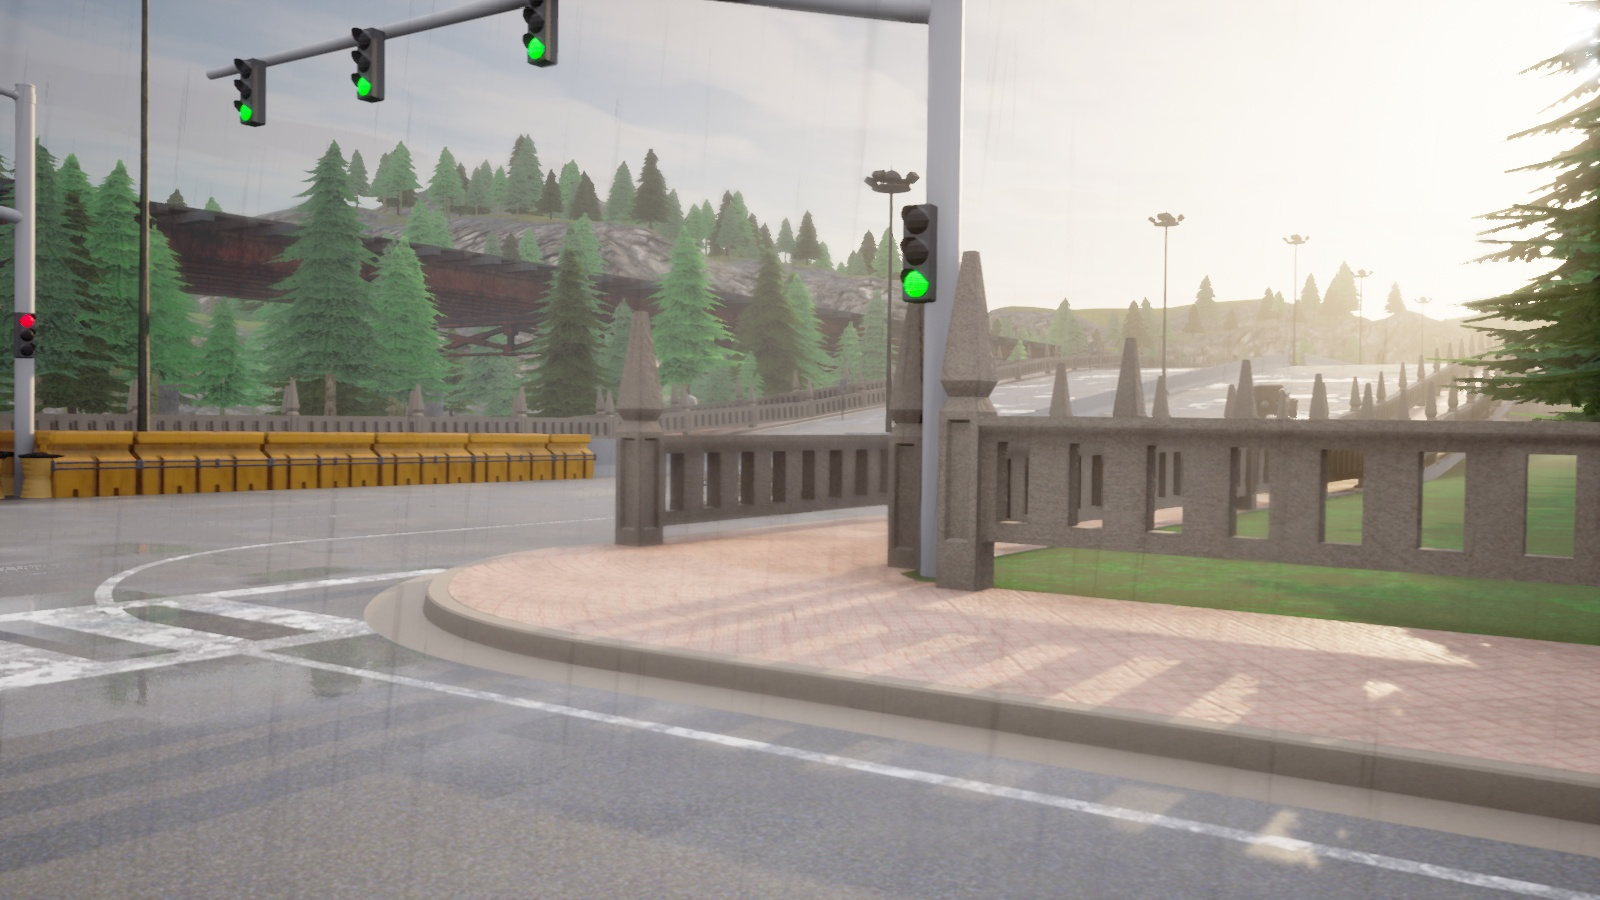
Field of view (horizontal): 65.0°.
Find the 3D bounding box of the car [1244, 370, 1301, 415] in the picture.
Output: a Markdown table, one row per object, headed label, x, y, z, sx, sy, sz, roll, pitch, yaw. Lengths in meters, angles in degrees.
| label | x | y | z | sx | sy | sz | roll | pitch | yaw |
| --- | --- | --- | --- | --- | --- | --- | --- | --- | --- |
| car | 24.343 | -2.974 | 64.629 | 1.905 | 1.878 | 3.866 | 0 | 8 | 34 |
